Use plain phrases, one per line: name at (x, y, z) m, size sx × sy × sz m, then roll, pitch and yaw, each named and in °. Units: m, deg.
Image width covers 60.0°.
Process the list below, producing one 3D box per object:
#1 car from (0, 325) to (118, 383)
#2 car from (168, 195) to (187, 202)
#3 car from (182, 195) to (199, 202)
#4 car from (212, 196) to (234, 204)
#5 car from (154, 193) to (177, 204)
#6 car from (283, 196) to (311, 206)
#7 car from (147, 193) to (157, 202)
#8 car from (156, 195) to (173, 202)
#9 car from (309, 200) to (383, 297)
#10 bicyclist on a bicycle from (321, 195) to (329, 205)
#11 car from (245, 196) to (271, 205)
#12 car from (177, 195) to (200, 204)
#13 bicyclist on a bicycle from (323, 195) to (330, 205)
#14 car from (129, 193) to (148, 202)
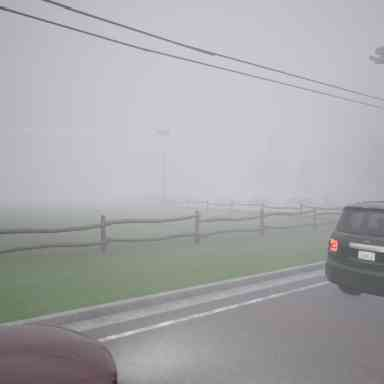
car at (-2.723, 1.526, 1.882) m, size 4.674 × 1.442 × 1.812 m, roll 0°, pitch 0°, yaw -34°
car at (-3.566, 1.542, 79.202) m, size 2.033 × 1.411 × 5.357 m, roll 0°, pitch 0°, yaw -34°
car at (-0.344, 1.527, 80.684) m, size 1.812 × 1.442 × 4.674 m, roll 0°, pitch 0°, yaw -34°
car at (5.493, 1.493, 59.650) m, size 2.128 × 1.511 × 4.902 m, roll 0°, pitch 0°, yaw -34°
car at (-4.623, 1.504, 62.151) m, size 1.837 × 1.490 × 4.892 m, roll 0°, pitch -1°, yaw -34°
car at (17.258, 1.507, 54.657) m, size 1.837 × 1.490 × 4.892 m, roll 0°, pitch 0°, yaw -34°
car at (-9.456, 1.227, 75.416) m, size 2.150 × 2.045 × 5.566 m, roll 0°, pitch 0°, yaw -34°
car at (-6.481, 1.526, 77.264) m, size 1.812 × 1.442 × 4.674 m, roll 0°, pitch 0°, yaw -34°
car at (5.316, 1.222, 7.395) m, size 5.566 × 2.045 × 2.150 m, roll 0°, pitch 0°, yaw -34°
bicyclist on a bicycle at (22.026, 1.305, 55.012) m, size 0.582 × 1.620 × 1.656 m, roll 0°, pitch 0°, yaw 43°
car at (11.319, 1.507, 57.251) m, size 1.837 × 1.490 × 4.892 m, roll 0°, pitch 0°, yaw -34°
car at (-0.351, 1.506, 62.070) m, size 1.837 × 1.490 × 4.892 m, roll 0°, pitch 0°, yaw -34°
bicyclist on a bicycle at (22.162, 1.305, 54.465) m, size 1.656 × 1.620 × 0.582 m, roll 0°, pitch 0°, yaw -44°
car at (-12.237, 1.526, 73.283) m, size 2.128 × 1.511 × 4.902 m, roll 0°, pitch 0°, yaw -34°
